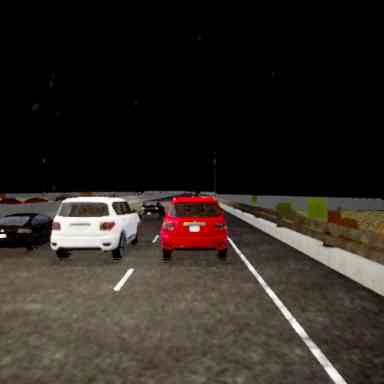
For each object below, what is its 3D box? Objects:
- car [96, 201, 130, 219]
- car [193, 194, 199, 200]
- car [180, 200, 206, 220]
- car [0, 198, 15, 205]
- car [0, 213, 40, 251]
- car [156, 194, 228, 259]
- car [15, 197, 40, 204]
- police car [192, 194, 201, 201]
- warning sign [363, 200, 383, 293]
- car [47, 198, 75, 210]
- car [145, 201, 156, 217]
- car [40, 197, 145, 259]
[{"bbox_3d":[-6.903,1.573,29.562,1.994,1.385,4.181,0,0,0],"label":"car"},{"bbox_3d":[1.080,1.479,92.269,1.801,1.575,5.366,0,0,0],"label":"car"},{"bbox_3d":[0.096,1.500,28.881,2.128,1.511,4.902,0,0,0],"label":"car"},{"bbox_3d":[-24.560,1.539,44.542,1.812,1.442,4.674,0,0,0],"label":"car"},{"bbox_3d":[-6.909,1.568,14.130,1.994,1.385,4.181,0,0,0],"label":"car"},{"bbox_3d":[0.089,1.224,12.770,2.150,2.045,5.566,0,0,0],"label":"car"},{"bbox_3d":[-21.064,1.491,44.520,1.882,1.535,5.008,0,0,0],"label":"car"},{"bbox_3d":[1.076,1.447,82.190,1.930,1.638,5.238,0,0,0],"label":"police car"},{"bbox_3d":[4.557,1.117,7.072,1.300,1.860,1.060,0,0,0],"label":"warning sign"},{"bbox_3d":[-17.566,1.520,44.830,1.837,1.490,4.892,0,0,0],"label":"car"},{"bbox_3d":[-3.404,1.500,28.909,2.128,1.511,4.902,0,0,0],"label":"car"},{"bbox_3d":[-3.409,1.224,12.800,2.150,2.045,5.566,0,0,0],"label":"car"}]
